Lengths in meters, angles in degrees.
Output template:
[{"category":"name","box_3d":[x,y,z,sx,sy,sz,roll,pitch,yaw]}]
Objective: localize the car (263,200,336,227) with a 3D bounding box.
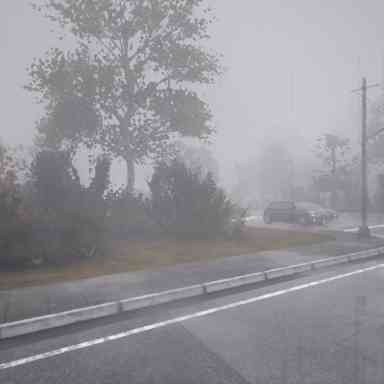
[{"category":"car","box_3d":[7.313,1.426,23.643,2.097,1.767,4.553,0,-1,-38]}]

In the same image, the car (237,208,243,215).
[{"category":"car","box_3d":[3.501,1.781,33.716,1.994,1.385,4.181,0,-1,-42]}]

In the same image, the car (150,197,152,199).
[{"category":"car","box_3d":[-6.113,1.848,53.041,5.566,2.045,2.150,-2,-1,40]}]

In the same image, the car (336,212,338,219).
[{"category":"car","box_3d":[9.212,1.594,26.889,1.837,1.490,4.892,0,-1,-42]}]
